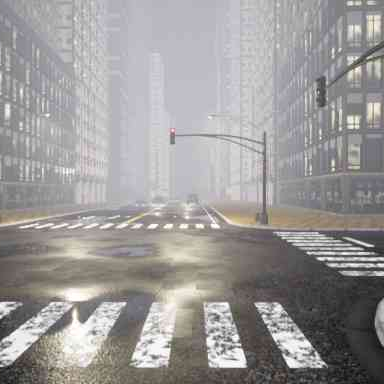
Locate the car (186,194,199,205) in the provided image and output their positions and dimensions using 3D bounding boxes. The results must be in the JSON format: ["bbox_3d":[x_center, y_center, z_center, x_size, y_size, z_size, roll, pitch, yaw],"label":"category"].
[{"bbox_3d":[0.111,1.319,60.142,2.150,2.045,5.566,0,0,0],"label":"car"}]

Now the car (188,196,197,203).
[{"bbox_3d":[0.130,1.537,70.529,1.994,1.385,4.181,0,0,0],"label":"car"}]

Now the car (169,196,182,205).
[{"bbox_3d":[-3.139,1.699,60.146,1.895,1.301,4.718,0,0,0],"label":"car"}]

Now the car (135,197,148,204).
[{"bbox_3d":[-9.631,1.660,64.296,2.033,1.411,5.357,0,0,0],"label":"car"}]

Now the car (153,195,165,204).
[{"bbox_3d":[-6.382,1.465,64.321,2.097,1.767,4.553,0,0,0],"label":"car"}]

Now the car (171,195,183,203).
[{"bbox_3d":[-3.121,1.491,70.118,2.128,1.511,4.902,0,0,0],"label":"car"}]
